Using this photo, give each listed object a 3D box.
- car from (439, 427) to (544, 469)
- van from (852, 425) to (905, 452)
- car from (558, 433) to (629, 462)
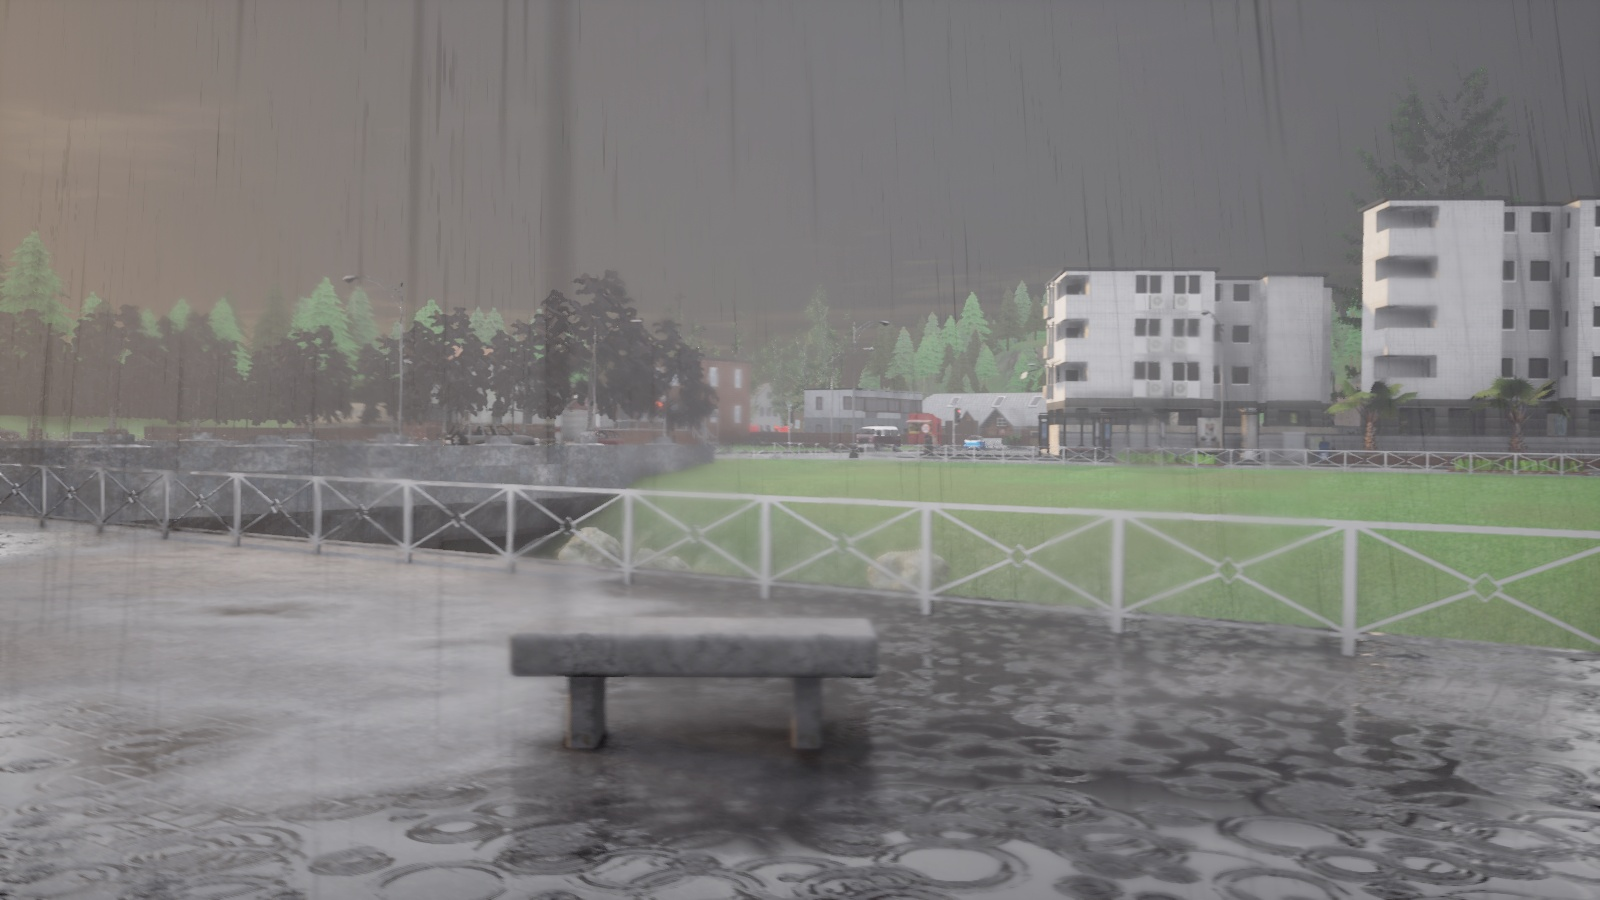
[{"bbox_3d":[-14.267,-0.119,58.359,1.932,1.855,4.605,0,1,35],"label":"car"},{"bbox_3d":[6.057,-0.912,96.134,2.069,2.038,4.480,0,1,34],"label":"van"},{"bbox_3d":[-11.458,-0.138,69.756,1.789,1.549,3.705,0,1,35],"label":"car"}]
